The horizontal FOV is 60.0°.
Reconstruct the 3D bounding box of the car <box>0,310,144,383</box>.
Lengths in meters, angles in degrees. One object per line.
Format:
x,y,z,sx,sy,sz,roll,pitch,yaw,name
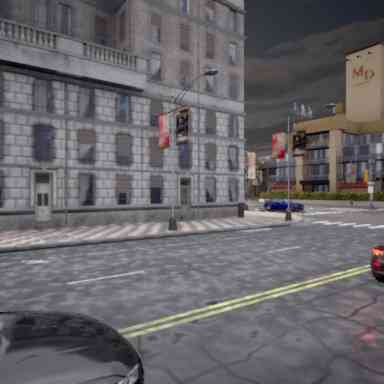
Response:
-2.641,1.490,1.994,4.902,1.511,2.128,0,0,-34,car

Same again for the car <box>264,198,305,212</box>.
10.647,1.471,38.613,1.882,1.535,5.008,0,0,-36,car

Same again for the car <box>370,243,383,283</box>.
6.273,1.524,8.356,4.674,1.442,1.812,0,0,-36,car
